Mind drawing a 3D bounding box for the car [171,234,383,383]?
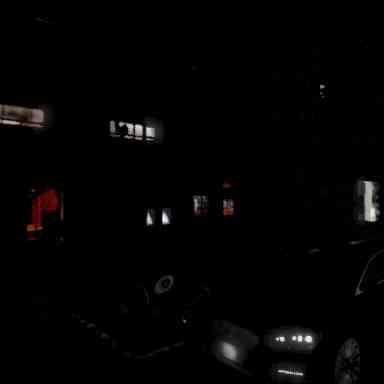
[{"bbox_3d":[2.316,1.562,5.360,4.902,1.511,2.128,0,-1,-40],"label":"car"}]

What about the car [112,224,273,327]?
[{"bbox_3d":[0.365,1.550,7.105,4.097,1.590,1.967,0,-1,-40],"label":"car"}]
